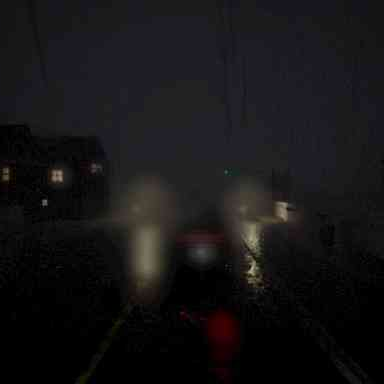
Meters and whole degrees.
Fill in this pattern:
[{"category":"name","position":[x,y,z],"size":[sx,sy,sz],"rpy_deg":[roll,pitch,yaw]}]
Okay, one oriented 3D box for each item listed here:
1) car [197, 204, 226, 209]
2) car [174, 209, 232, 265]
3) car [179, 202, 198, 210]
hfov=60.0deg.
[{"category":"car","position":[1.855,1.786,28.293],"size":[1.882,1.535,5.008],"rpy_deg":[0,0,7]},{"category":"car","position":[0.455,1.616,12.248],"size":[2.128,1.511,4.902],"rpy_deg":[0,-1,4]},{"category":"car","position":[-0.147,1.850,35.066],"size":[1.882,1.535,5.008],"rpy_deg":[0,-1,9]}]
